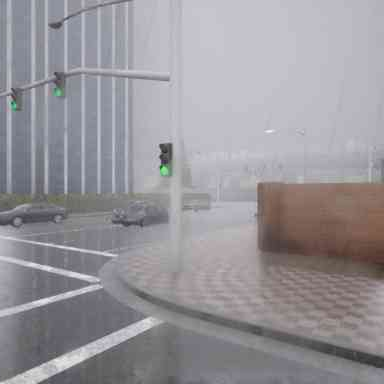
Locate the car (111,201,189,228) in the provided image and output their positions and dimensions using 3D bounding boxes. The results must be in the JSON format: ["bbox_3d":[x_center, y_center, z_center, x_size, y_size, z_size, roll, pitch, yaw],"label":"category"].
[{"bbox_3d":[-2.804,1.547,22.054,2.033,1.411,5.357,0,0,35],"label":"car"}]

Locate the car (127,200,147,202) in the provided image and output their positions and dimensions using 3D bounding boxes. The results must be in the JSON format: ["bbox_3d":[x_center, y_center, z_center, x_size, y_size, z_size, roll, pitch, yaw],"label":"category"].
[{"bbox_3d":[-5.298,1.492,30.968,2.128,1.511,4.902,0,0,35],"label":"car"}]

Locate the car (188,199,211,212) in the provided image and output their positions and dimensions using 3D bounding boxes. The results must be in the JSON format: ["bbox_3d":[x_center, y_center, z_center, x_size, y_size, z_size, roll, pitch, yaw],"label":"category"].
[{"bbox_3d":[0.480,1.564,39.072,1.994,1.385,4.181,0,0,35],"label":"car"}]

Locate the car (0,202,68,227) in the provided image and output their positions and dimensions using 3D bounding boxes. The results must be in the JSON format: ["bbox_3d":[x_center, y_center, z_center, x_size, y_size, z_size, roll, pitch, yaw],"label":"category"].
[{"bbox_3d":[-11.008,1.505,22.940,1.837,1.490,4.892,0,0,35],"label":"car"}]

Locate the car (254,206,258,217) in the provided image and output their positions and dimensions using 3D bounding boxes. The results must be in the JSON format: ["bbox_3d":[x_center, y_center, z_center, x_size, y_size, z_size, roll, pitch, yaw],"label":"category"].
[{"bbox_3d":[7.175,1.526,30.084,1.812,1.442,4.674,0,0,35],"label":"car"}]
